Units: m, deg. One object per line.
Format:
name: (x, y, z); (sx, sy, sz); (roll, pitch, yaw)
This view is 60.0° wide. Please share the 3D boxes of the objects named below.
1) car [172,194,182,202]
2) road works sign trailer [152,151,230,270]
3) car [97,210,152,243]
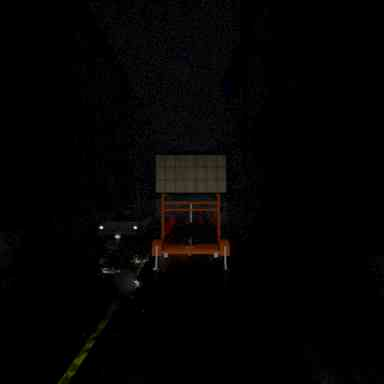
car: (-3.252, 1.315, 73.760); (2.097, 1.767, 4.553); (0, 0, 0)
road works sign trailer: (-0.034, 0.463, 10.987); (2.380, 3.560, 2.880); (0, 0, 0)
car: (-3.153, 1.598, 16.339); (1.895, 1.301, 4.718); (0, 0, 0)
